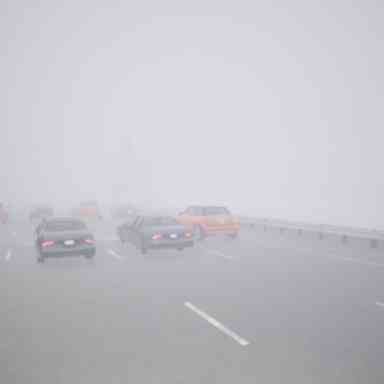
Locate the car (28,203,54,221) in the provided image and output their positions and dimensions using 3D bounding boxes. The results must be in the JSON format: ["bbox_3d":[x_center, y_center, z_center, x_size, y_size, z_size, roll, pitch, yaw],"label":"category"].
[{"bbox_3d":[-12.826,1.692,28.462,1.812,1.442,4.674,0,0,-26],"label":"car"}]

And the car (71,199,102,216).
[{"bbox_3d":[-9.372,1.520,29.364,2.097,1.767,4.553,0,0,-26],"label":"car"}]

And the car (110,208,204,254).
[{"bbox_3d":[-1.769,1.626,14.111,2.033,1.411,5.357,0,0,-26],"label":"car"}]

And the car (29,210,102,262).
[{"bbox_3d":[-4.887,1.621,12.519,2.033,1.411,5.357,0,0,-26],"label":"car"}]

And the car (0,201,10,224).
[{"bbox_3d":[-15.633,1.509,26.236,2.097,1.767,4.553,0,0,-26],"label":"car"}]

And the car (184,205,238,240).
[{"bbox_3d":[0.467,1.446,17.511,2.097,1.767,4.553,0,0,-26],"label":"car"}]

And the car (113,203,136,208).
[{"bbox_3d":[-6.346,1.740,31.145,1.994,1.385,4.181,0,0,-26],"label":"car"}]
